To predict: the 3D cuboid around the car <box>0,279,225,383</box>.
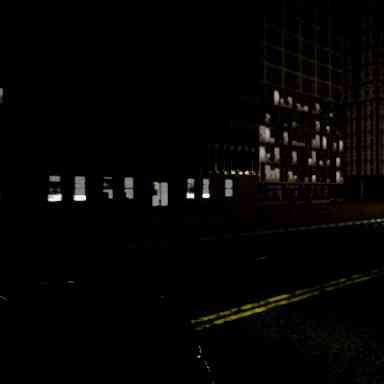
[{"bbox_3d":[-2.401,1.225,1.727,5.566,2.045,2.150,0,0,-35],"label":"car"}]
